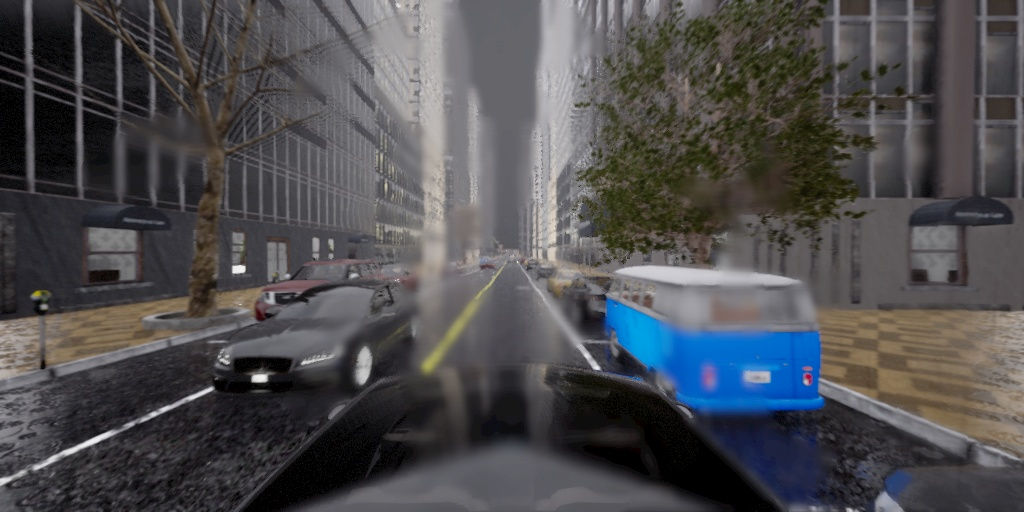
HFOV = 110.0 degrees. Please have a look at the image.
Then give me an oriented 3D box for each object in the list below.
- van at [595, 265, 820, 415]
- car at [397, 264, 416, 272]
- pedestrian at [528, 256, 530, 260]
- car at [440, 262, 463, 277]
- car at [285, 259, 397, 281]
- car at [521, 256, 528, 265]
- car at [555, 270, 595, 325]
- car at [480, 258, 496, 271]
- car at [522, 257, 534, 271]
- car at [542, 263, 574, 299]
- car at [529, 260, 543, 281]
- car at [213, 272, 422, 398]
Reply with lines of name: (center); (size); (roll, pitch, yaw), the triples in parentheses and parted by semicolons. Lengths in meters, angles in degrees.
van: (2.691, 1.079, 5.770); (1.690, 1.789, 3.998); (0, 0, 0)
car: (-5.691, 1.145, 17.171); (1.967, 1.591, 4.097); (0, 0, 0)
pedestrian: (2.995, 0.847, 64.022); (0.375, 1.860, 0.375); (0, 1, 0)
car: (-5.693, 1.236, 34.264); (1.802, 1.307, 4.207); (0, 0, 0)
car: (-5.691, 1.037, 11.473); (2.192, 1.841, 5.009); (0, 0, 0)
car: (2.995, 1.020, 61.035); (1.801, 1.575, 5.366); (0, 0, 0)
car: (2.690, 1.288, 11.468); (1.948, 1.339, 4.313); (0, 0, 0)
car: (-3.085, 1.215, 46.479); (1.895, 1.301, 4.718); (0, 0, 0)
car: (2.686, 1.182, 45.656); (1.948, 1.339, 4.313); (0, 0, 0)
car: (2.690, 1.230, 17.336); (1.751, 1.417, 4.829); (0, 0, 0)
car: (2.688, 1.221, 28.561); (2.007, 1.370, 4.403); (0, 0, 0)
car: (-3.091, 1.241, 6.822); (1.837, 1.490, 4.892); (0, 0, 0)
